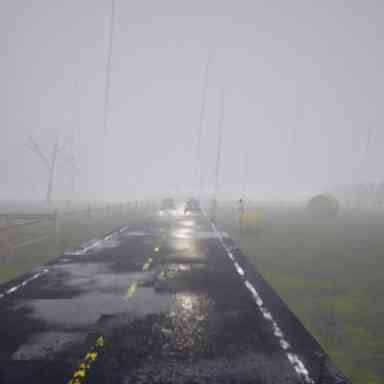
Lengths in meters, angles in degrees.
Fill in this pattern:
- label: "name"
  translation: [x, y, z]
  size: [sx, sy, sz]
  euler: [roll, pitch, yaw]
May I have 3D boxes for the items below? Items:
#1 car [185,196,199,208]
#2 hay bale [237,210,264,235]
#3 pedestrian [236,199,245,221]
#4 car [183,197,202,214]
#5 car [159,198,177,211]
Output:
- label: "car"
  translation: [0.012, 1.461, 48.363]
  size: [1.882, 1.535, 5.008]
  euler: [0, 0, 0]
- label: "hay bale"
  translation: [3.133, 1.644, 18.047]
  size: [1.220, 1.180, 1.240]
  euler: [1, 1, 0]
- label: "pedestrian"
  translation: [2.821, 1.287, 19.161]
  size: [0.375, 1.860, 0.375]
  euler: [-1, 1, 4]
- label: "car"
  translation: [0.066, 1.532, 35.056]
  size: [2.033, 1.411, 5.357]
  euler: [0, 0, 0]
- label: "car"
  translation: [-2.844, 1.488, 40.330]
  size: [1.837, 1.490, 4.892]
  euler: [0, 0, 0]
